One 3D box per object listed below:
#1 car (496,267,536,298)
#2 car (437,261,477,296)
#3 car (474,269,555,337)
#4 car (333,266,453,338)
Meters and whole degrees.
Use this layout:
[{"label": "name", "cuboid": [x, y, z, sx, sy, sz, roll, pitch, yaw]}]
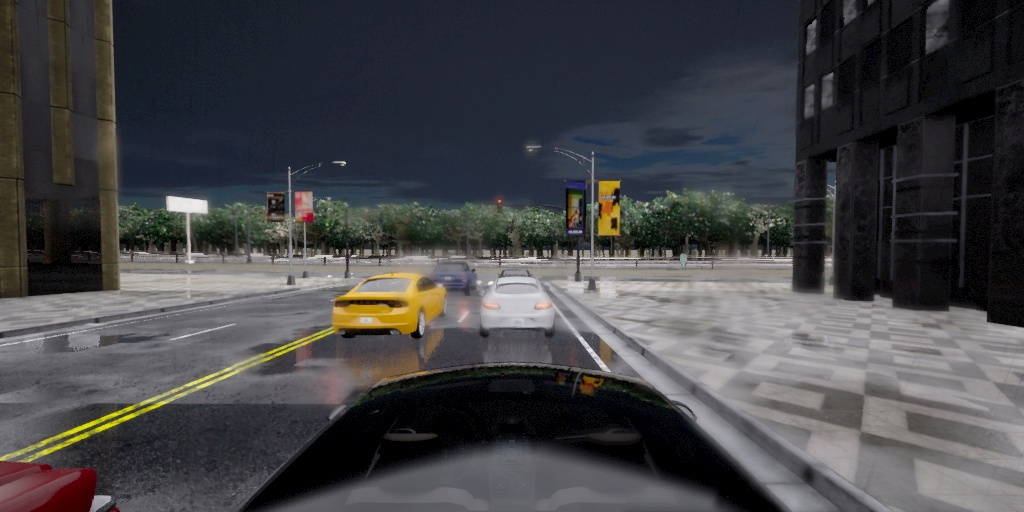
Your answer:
[{"label": "car", "cuboid": [0.180, 1.342, 19.328, 1.895, 1.301, 4.718, 0, 0, 0]}, {"label": "car", "cuboid": [-3.072, 1.093, 19.339, 2.097, 1.767, 4.553, 0, 0, 0]}, {"label": "car", "cuboid": [0.138, 1.271, 10.166, 1.812, 1.442, 4.674, 0, 0, 0]}, {"label": "car", "cuboid": [-3.114, 1.223, 10.157, 1.882, 1.535, 5.008, 0, 0, 0]}]
